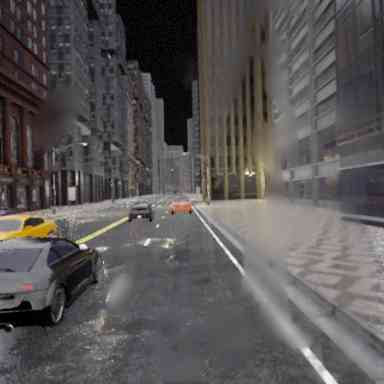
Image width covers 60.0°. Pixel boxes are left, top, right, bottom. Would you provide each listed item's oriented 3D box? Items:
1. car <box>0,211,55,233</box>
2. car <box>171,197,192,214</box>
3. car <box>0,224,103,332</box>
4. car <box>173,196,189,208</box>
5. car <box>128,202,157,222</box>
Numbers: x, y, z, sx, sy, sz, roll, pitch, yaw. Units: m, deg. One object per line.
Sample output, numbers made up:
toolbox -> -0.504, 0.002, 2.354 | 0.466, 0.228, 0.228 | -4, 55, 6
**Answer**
car -> -6.954, 1.657, 12.872 | 1.882, 1.535, 5.008 | -1, 0, -2
car -> -1.065, 1.334, 35.337 | 2.097, 1.767, 4.553 | -1, 0, 0
car -> -3.295, 1.651, 7.115 | 1.994, 1.385, 4.181 | -1, 0, -2
car -> -1.600, 1.437, 48.630 | 2.128, 1.511, 4.902 | -1, 0, -1
car -> -4.014, 1.585, 27.161 | 1.837, 1.490, 4.892 | -1, 0, -2
